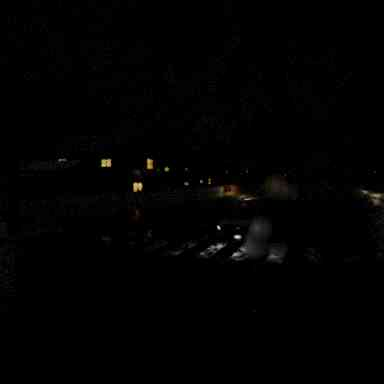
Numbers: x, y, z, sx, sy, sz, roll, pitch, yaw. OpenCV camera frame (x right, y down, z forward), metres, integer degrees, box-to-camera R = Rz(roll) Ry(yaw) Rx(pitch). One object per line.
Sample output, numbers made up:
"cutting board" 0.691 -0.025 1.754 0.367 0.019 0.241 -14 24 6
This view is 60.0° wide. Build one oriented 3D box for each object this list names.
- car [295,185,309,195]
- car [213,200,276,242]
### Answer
"car" 18.010 -0.409 54.369 2.033 1.411 5.357 0 2 23
"car" 2.434 1.066 13.889 2.033 1.411 5.357 0 2 20
